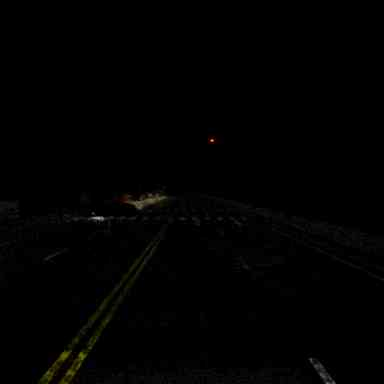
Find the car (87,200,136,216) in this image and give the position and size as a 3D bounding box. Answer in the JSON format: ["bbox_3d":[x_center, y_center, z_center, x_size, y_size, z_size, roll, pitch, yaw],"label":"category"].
[{"bbox_3d":[-7.668,1.536,32.460,2.033,1.411,5.357,1,0,29],"label":"car"}]
